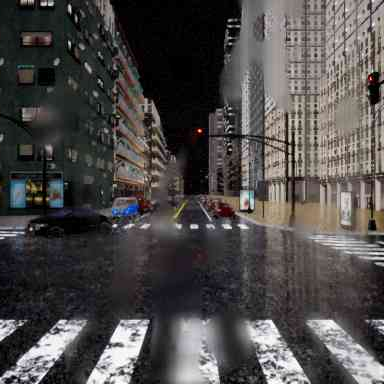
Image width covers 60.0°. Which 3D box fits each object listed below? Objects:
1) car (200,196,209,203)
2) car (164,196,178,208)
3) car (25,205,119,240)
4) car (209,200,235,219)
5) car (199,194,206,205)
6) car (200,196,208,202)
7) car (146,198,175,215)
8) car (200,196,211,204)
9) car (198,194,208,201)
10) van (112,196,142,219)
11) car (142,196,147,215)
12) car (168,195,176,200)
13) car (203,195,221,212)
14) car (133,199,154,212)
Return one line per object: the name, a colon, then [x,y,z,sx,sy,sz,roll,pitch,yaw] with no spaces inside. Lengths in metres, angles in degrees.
car: [2.731,1.593,72.670,1.887,1.381,4.507,0,0,0]
car: [-3.069,1.625,49.815,1.895,1.301,4.718,0,0,1]
car: [-6.236,1.566,17.172,1.994,1.385,4.181,1,0,41]
car: [2.711,1.593,28.448,1.802,1.307,4.206,0,0,0]
car: [2.724,1.470,56.087,1.967,1.590,4.097,0,0,0]
car: [2.733,1.637,78.197,1.802,1.307,4.206,0,0,0]
car: [-3.084,1.578,33.582,1.994,1.385,4.181,0,0,0]
car: [2.728,1.592,67.142,2.008,1.369,4.403,0,0,0]
car: [2.737,1.377,83.725,2.192,1.841,5.009,0,0,0]
van: [-5.669,1.352,28.454,1.690,1.788,3.998,0,0,0]
car: [-5.666,1.329,33.981,2.192,1.841,5.009,0,0,0]
car: [-5.640,1.643,94.785,1.947,1.339,4.313,0,0,0]
car: [2.717,1.457,39.504,1.967,1.590,4.097,0,0,0]
car: [-5.665,1.562,39.509,1.887,1.381,4.507,0,0,0]
